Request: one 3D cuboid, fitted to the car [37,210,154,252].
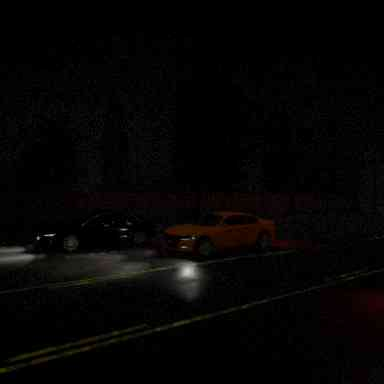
[{"bbox_3d":[-3.879,1.543,14.105,4.892,1.490,1.837,1,0,-35],"label":"car"}]

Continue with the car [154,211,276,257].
[{"bbox_3d":[1.233,1.544,13.436,5.008,1.535,1.882,0,0,-35],"label":"car"}]
